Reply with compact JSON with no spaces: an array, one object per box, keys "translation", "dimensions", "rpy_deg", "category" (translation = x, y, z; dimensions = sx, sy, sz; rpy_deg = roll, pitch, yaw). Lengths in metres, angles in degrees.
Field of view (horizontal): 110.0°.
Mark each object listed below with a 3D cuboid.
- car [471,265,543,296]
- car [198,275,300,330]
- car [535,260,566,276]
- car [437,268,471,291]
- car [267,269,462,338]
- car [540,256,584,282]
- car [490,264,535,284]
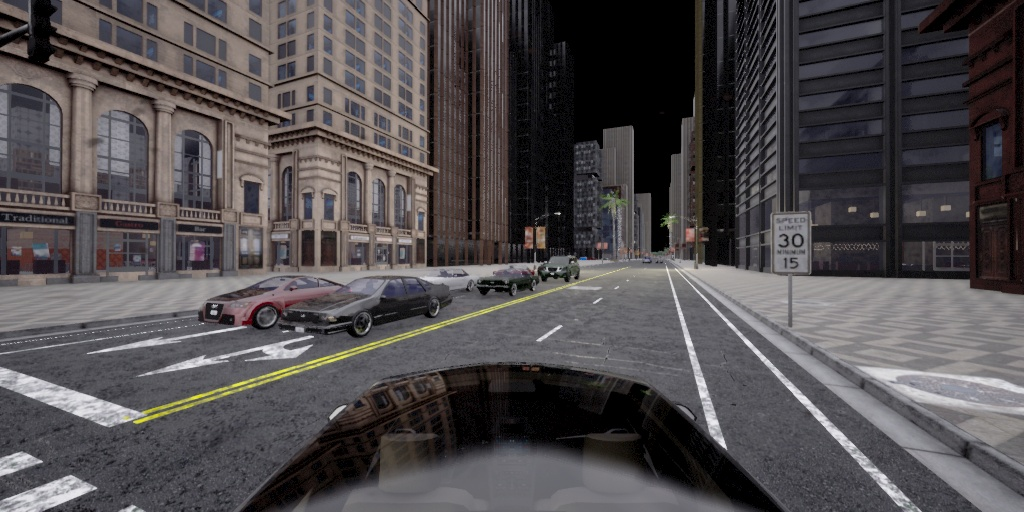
[{"translation":[-0.102,1.358,19.502],"dimensions":[1.895,1.301,4.718],"rpy_deg":[0,0,23],"category":"car"},{"translation":[-7.092,1.316,11.297],"dimensions":[1.994,1.385,4.181],"rpy_deg":[0,0,23],"category":"car"},{"translation":[4.199,1.251,37.932],"dimensions":[1.882,1.535,5.008],"rpy_deg":[0,0,23],"category":"car"},{"translation":[-3.687,1.357,19.370],"dimensions":[1.895,1.301,4.718],"rpy_deg":[0,0,23],"category":"car"},{"translation":[-3.834,1.299,10.669],"dimensions":[2.033,1.411,5.357],"rpy_deg":[0,0,23],"category":"car"},{"translation":[4.065,0.987,29.354],"dimensions":[2.150,2.045,5.566],"rpy_deg":[0,0,23],"category":"car"},{"translation":[0.191,1.364,28.545],"dimensions":[1.895,1.301,4.718],"rpy_deg":[0,0,23],"category":"car"}]
